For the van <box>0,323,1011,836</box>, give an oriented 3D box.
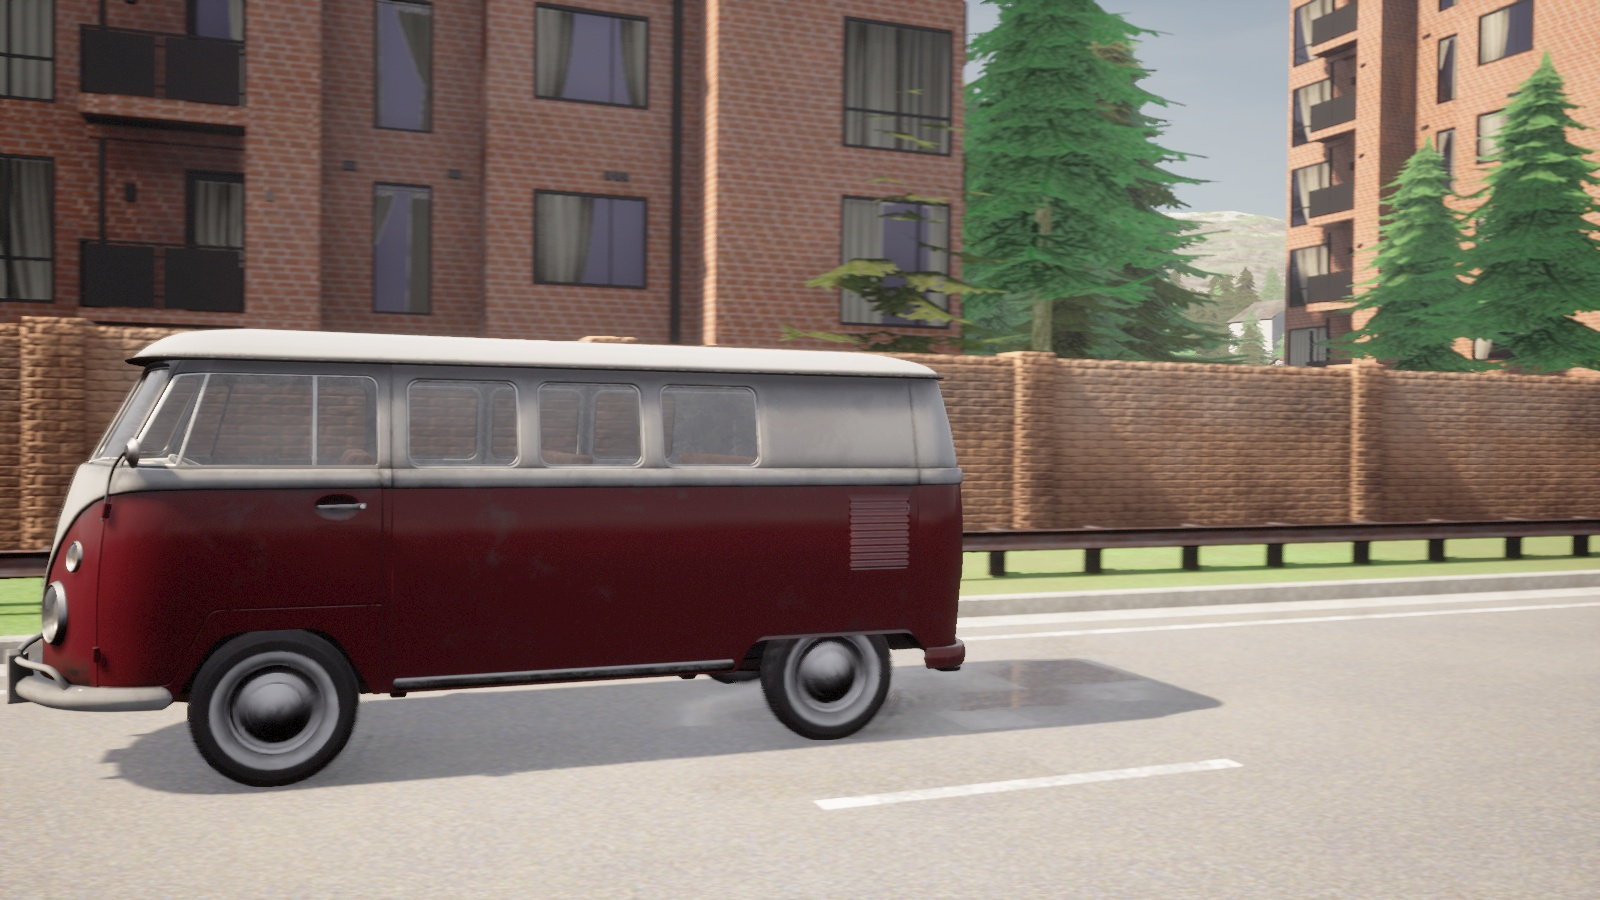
[{"bbox_3d":[-1.320,0.460,6.479,4.442,1.987,1.775,-1,1,-21],"label":"van"}]
